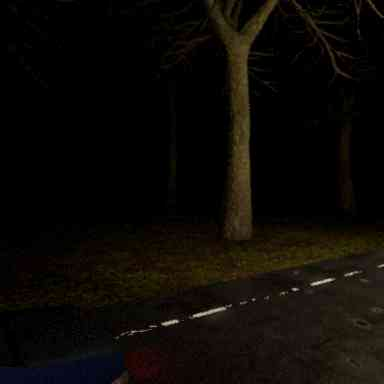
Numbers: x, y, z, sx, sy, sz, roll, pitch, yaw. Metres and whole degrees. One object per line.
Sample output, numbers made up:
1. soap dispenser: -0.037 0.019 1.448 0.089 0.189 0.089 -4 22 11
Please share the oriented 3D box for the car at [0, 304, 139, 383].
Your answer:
1. car: -2.973 1.552 1.874 5.357 1.411 2.033 0 0 -35
